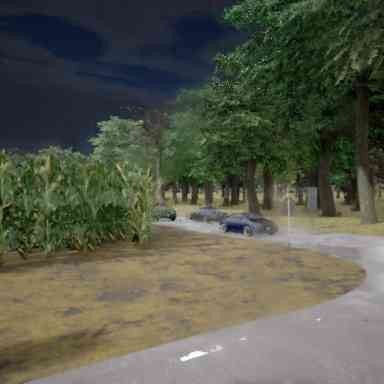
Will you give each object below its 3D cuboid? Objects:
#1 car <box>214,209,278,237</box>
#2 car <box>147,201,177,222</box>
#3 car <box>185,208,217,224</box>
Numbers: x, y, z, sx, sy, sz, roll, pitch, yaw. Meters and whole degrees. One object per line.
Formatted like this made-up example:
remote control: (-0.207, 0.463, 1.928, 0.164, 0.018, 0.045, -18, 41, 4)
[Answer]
car: (3.588, 2.042, 21.574, 1.994, 1.385, 4.181, -1, -1, -29)
car: (-3.597, 1.966, 34.466, 2.150, 2.045, 5.566, -1, 0, -29)
car: (1.333, 2.190, 31.696, 2.033, 1.411, 5.357, -1, -1, -29)
